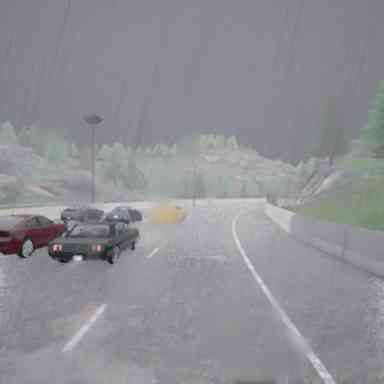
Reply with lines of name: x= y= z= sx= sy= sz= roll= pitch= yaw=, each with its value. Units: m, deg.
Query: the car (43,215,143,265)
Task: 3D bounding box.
car: x=-3.279 y=1.729 z=12.214 sx=1.895 sy=1.301 sz=4.718 roll=0 pitch=-1 yaw=4

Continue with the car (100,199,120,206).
car: x=-18.590 y=2.376 z=75.611 sx=1.895 sy=1.301 sz=4.718 roll=0 pitch=-1 yaw=20

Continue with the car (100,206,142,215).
car: x=-5.410 y=1.844 z=26.934 sx=1.994 sy=1.385 sz=4.181 roll=0 pitch=-1 yaw=9

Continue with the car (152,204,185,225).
car: x=-1.826 y=1.760 z=27.216 sx=1.882 sy=1.535 sz=5.008 roll=0 pitch=0 yaw=9

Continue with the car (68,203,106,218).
car: x=-8.892 y=1.776 z=27.315 sx=2.128 sy=1.511 sz=4.902 roll=0 pitch=0 yaw=8

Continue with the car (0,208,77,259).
car: x=-6.695 y=1.617 z=13.366 sx=1.882 sy=1.535 sz=5.008 roll=0 pitch=0 yaw=4
